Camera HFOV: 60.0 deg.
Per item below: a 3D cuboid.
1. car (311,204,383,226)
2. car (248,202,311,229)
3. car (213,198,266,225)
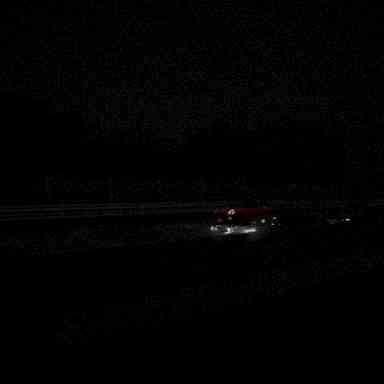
[{"bbox_3d":[9.470,1.484,19.335,4.902,1.511,2.128,0,0,-35],"label":"car"},{"bbox_3d":[5.890,1.553,21.081,4.181,1.385,1.994,0,0,-35],"label":"car"},{"bbox_3d":[3.694,1.340,23.813,4.553,1.767,2.097,0,0,-35],"label":"car"}]
